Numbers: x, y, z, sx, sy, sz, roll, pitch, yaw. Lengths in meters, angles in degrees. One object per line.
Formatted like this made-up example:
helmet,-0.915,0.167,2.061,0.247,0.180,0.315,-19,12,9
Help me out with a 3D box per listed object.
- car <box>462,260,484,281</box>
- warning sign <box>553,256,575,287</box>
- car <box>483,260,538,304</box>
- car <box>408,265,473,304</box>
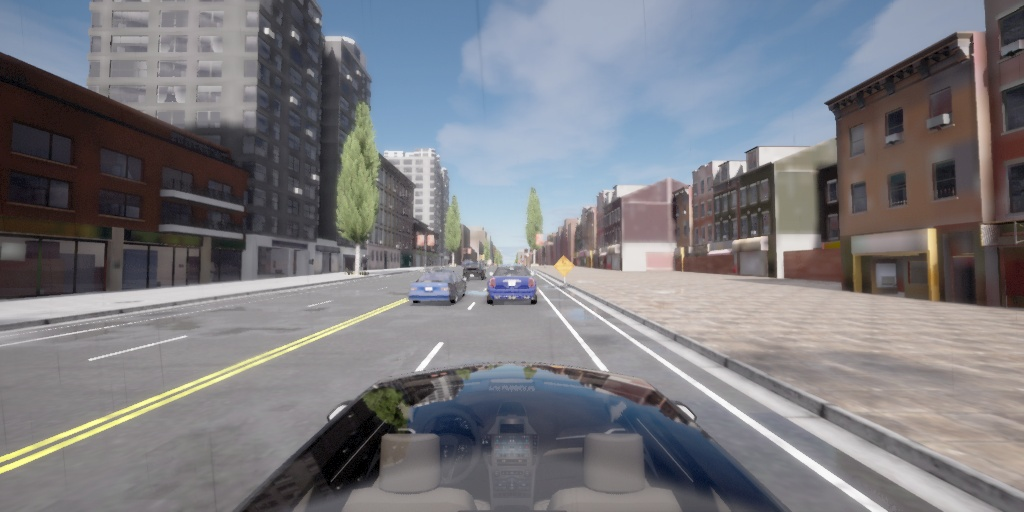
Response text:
car,-3.251,1.343,31.522,1.837,1.490,4.892,0,0,0
warning sign,3.224,0.903,21.874,1.300,1.860,1.060,0,0,0
car,0.000,1.140,16.482,2.097,1.767,4.553,0,0,0
car,-3.250,1.337,16.511,2.033,1.411,5.357,0,0,0
